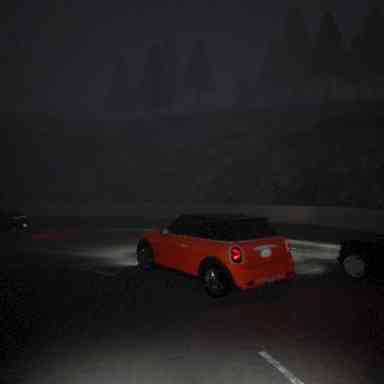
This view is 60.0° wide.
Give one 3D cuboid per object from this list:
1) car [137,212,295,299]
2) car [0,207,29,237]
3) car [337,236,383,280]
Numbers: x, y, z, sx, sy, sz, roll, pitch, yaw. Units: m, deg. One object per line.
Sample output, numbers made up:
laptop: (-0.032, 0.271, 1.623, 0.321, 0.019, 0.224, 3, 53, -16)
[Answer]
car: (0.325, 1.309, 8.767, 2.097, 1.767, 4.553, -1, 1, -36)
car: (-10.800, 1.467, 16.607, 4.902, 1.511, 2.128, 0, 0, -2)
car: (5.457, 1.417, 7.096, 1.882, 1.535, 5.008, 0, 0, -22)
